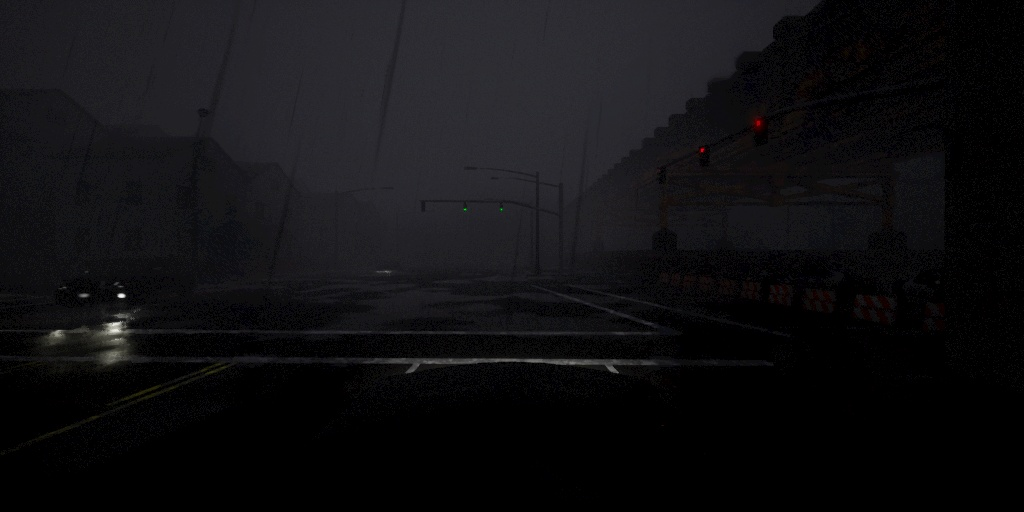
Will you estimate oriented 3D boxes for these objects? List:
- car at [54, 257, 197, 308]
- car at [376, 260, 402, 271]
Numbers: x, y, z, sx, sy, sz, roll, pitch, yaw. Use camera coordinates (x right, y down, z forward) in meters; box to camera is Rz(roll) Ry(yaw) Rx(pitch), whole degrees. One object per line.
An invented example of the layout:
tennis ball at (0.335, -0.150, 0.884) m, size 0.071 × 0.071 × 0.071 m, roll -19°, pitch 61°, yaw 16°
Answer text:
car at (-16.168, 1.066, 15.517) m, size 2.150 × 2.045 × 5.566 m, roll -1°, pitch 0°, yaw -17°
car at (-16.908, 1.281, 49.638) m, size 2.033 × 1.411 × 5.357 m, roll 0°, pitch 0°, yaw 1°
